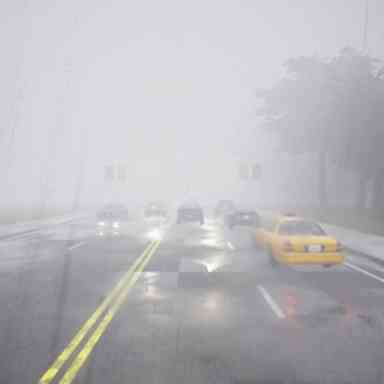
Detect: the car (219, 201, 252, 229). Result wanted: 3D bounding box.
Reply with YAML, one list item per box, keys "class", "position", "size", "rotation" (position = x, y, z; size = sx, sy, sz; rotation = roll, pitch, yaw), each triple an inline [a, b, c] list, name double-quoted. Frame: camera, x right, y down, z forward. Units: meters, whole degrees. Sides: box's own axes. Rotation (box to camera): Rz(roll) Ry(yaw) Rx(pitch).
- class: "car"
  position: [3.243, 1.550, 22.209]
  size: [2.163, 1.488, 4.792]
  rotation: [0, 0, 0]

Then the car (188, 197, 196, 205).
- class: "car"
  position: [-0.021, 1.977, 74.179]
  size: [1.882, 1.535, 5.008]
  rotation: [0, -1, 0]

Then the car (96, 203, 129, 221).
- class: "car"
  position: [-6.608, 1.637, 28.085]
  size: [1.994, 1.385, 4.181]
  rotation: [0, 0, 0]

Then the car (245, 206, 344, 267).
- class: "car"
  position: [3.246, 1.472, 11.365]
  size: [1.801, 1.575, 5.366]
  rotation: [0, 0, 0]

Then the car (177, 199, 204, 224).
- class: "car"
  position: [-0.104, 1.538, 25.622]
  size: [1.882, 1.535, 5.008]
  rotation: [0, 0, 1]

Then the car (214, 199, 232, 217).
- class: "car"
  position: [3.240, 1.535, 33.184]
  size: [2.033, 1.649, 4.856]
  rotation: [0, 0, 0]

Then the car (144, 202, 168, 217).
- class: "car"
  position: [-3.359, 1.645, 32.159]
  size: [2.033, 1.411, 5.357]
  rotation: [0, 0, 0]
